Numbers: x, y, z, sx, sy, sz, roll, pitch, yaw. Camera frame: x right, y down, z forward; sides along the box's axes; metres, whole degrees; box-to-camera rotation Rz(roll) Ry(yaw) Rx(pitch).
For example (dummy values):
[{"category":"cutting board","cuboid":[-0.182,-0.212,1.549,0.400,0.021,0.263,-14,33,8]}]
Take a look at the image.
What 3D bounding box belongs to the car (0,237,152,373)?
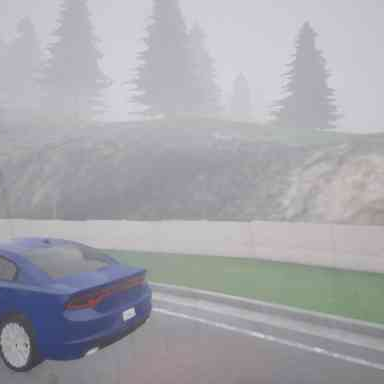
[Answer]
[{"category":"car","cuboid":[-3.055,1.527,5.667,5.008,1.535,1.882,-1,-1,27]}]
